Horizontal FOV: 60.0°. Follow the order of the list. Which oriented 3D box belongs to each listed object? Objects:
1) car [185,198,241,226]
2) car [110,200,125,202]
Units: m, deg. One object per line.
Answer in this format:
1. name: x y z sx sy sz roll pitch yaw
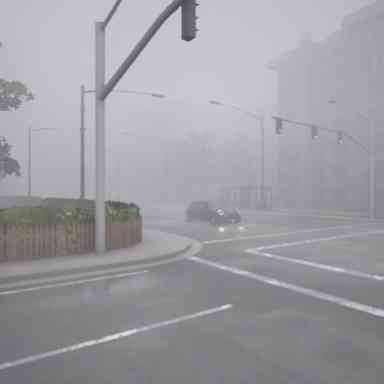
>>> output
1. car: 1.456 1.359 23.917 2.097 1.767 4.553 0 0 -35
2. car: -8.722 1.570 38.638 1.994 1.385 4.181 0 0 -35
